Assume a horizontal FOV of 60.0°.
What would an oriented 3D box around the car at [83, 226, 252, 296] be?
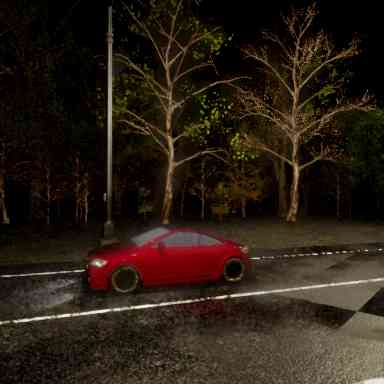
[{"bbox_3d":[-0.596,1.588,8.520,4.181,1.385,1.994,0,0,-19],"label":"car"}]
